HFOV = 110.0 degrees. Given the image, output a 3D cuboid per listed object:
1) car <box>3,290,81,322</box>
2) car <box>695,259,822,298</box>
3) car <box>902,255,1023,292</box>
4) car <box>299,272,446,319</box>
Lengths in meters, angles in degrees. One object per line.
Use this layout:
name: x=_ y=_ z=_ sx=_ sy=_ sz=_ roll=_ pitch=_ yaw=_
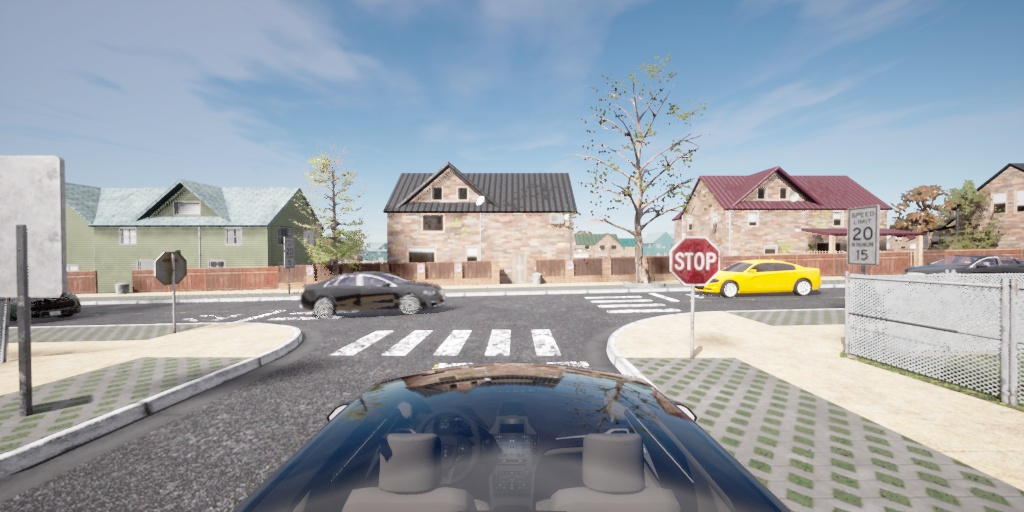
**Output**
car: x=-18.637 y=1.519 z=12.871 sx=4.553 sy=1.767 sz=2.097 roll=-1 pitch=1 yaw=0
car: x=10.525 y=0.913 z=15.621 sx=5.008 sy=1.535 sz=1.882 roll=-1 pitch=1 yaw=-1
car: x=19.954 y=0.705 z=15.603 sx=4.902 sy=1.511 sz=2.128 roll=-1 pitch=1 yaw=0
car: x=-4.883 y=1.316 z=12.814 sx=4.902 sy=1.511 sz=2.128 roll=-2 pitch=-1 yaw=0
